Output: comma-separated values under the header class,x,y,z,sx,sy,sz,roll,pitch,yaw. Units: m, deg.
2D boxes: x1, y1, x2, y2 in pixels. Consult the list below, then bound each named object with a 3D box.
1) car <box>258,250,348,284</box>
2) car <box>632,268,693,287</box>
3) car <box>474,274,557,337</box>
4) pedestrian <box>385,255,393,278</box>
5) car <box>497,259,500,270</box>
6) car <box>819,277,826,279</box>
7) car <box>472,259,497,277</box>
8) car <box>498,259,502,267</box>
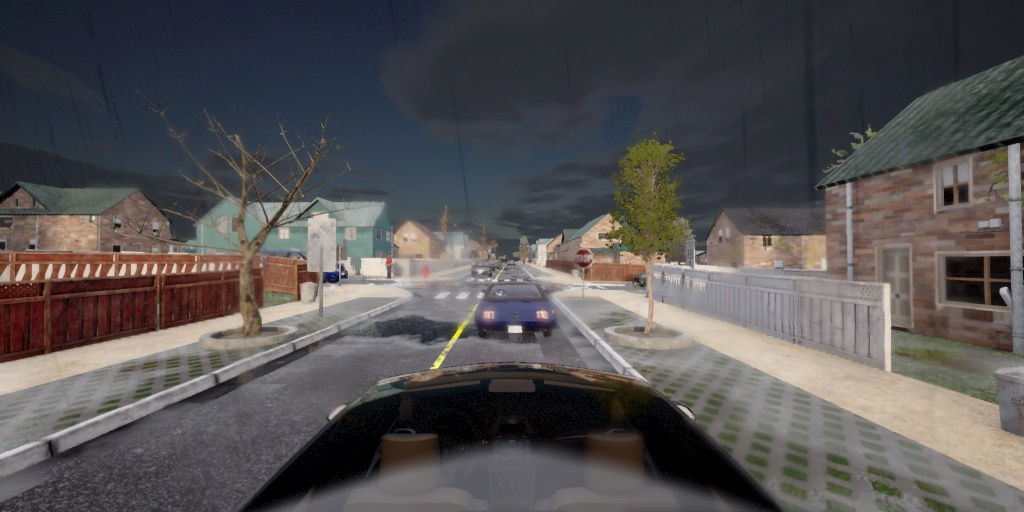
class,x,y,z,sx,sy,sz,roll,pitch,yaw
car,-13.337,0.698,22.425,5.566,2.045,2.150,1,-1,-1
car,10.960,1.422,25.356,4.553,1.767,2.097,1,-1,-1
car,0.081,1.355,10.239,1.895,1.301,4.718,0,0,0
pedestrian,-9.682,0.796,28.264,0.375,1.860,0.375,0,-2,0
car,-2.933,1.419,46.201,1.895,1.301,4.718,0,0,0
car,23.147,1.910,25.397,4.181,1.385,1.994,1,-1,0
car,-2.916,1.283,35.874,2.128,1.511,4.902,0,0,0
car,-2.953,1.359,56.670,1.837,1.490,4.892,0,0,0
